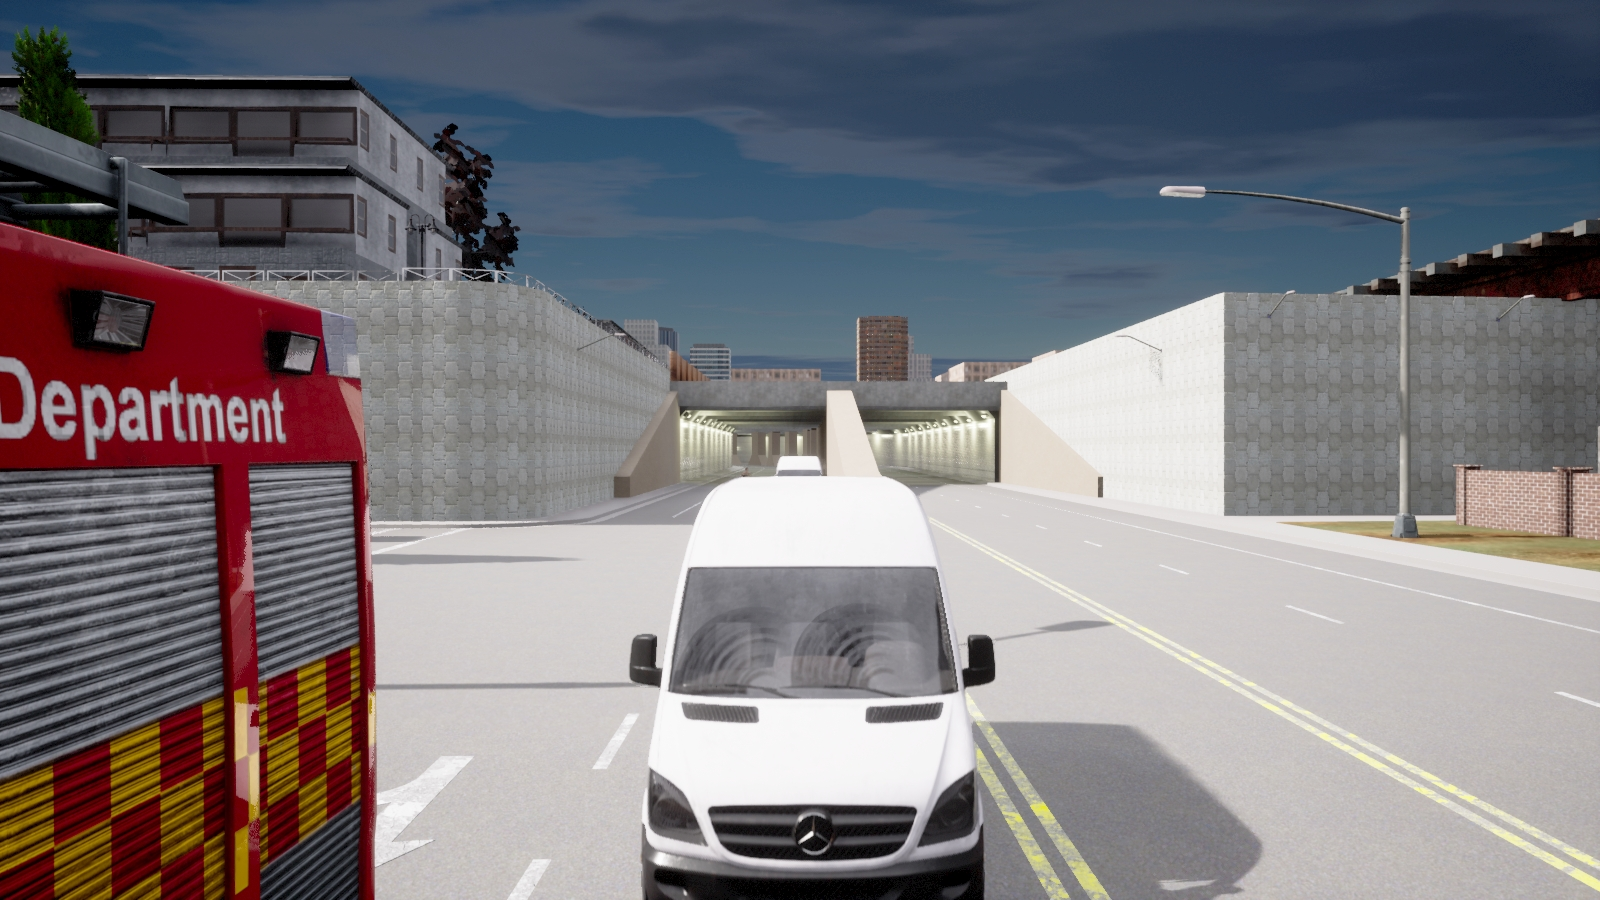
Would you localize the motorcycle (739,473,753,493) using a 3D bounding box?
[{"bbox_3d":[-3.556,2.170,75.476,0.764,1.277,2.356,0,0,0],"label":"motorcycle"}]

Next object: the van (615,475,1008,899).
[{"bbox_3d":[0.085,1.535,8.737,1.988,2.561,5.915,0,0,1],"label":"van"}]

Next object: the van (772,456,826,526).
[{"bbox_3d":[-0.039,1.534,45.034,1.988,2.561,5.915,0,0,0],"label":"van"}]
